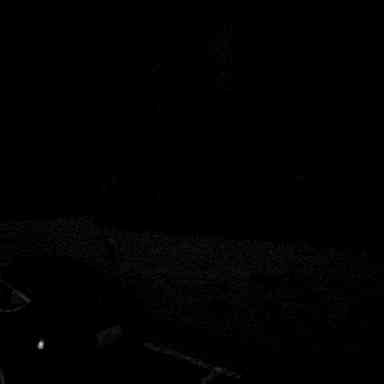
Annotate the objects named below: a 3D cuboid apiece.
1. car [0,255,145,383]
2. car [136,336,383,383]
[{"bbox_3d":[-2.588,1.614,4.814,4.313,1.339,1.947,-1,-1,35],"label":"car"},{"bbox_3d":[2.000,1.557,1.542,4.313,1.339,1.947,-1,-1,35],"label":"car"}]
